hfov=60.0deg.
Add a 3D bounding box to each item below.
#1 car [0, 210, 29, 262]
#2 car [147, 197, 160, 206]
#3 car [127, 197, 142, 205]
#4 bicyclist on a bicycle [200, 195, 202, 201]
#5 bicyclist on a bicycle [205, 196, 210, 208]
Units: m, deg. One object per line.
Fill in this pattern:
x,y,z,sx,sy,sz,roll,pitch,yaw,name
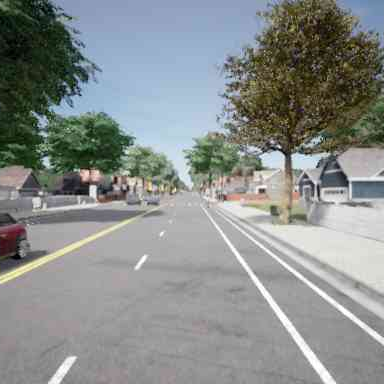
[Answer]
-6.601,1.351,9.390,2.097,1.767,4.553,0,0,0,car
-6.509,1.543,56.651,2.033,1.411,5.357,0,0,0,car
-9.760,1.562,56.399,1.994,1.385,4.181,0,0,0,car
2.239,1.440,80.278,0.582,1.620,1.656,0,0,0,bicyclist on a bicycle
2.244,1.433,48.223,0.866,1.612,1.509,0,0,0,bicyclist on a bicycle
